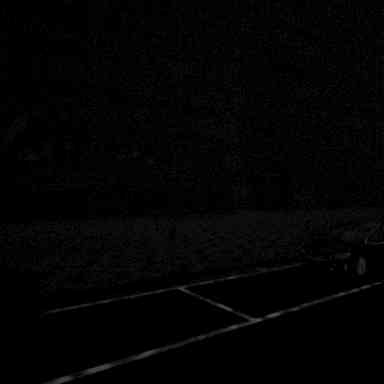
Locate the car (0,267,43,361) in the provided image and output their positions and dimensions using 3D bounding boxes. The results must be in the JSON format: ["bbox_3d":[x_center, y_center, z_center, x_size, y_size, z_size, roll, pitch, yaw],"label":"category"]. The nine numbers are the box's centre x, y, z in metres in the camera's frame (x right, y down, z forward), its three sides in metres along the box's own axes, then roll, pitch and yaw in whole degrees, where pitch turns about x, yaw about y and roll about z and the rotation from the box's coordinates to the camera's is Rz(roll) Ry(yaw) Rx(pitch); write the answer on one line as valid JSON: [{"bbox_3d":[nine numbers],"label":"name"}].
[{"bbox_3d":[-4.038,1.555,3.771,4.313,1.339,1.947,1,-1,-36],"label":"car"}]

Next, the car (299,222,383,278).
[{"bbox_3d":[5.142,1.643,10.327,4.403,1.369,2.008,1,-1,-36],"label":"car"}]
